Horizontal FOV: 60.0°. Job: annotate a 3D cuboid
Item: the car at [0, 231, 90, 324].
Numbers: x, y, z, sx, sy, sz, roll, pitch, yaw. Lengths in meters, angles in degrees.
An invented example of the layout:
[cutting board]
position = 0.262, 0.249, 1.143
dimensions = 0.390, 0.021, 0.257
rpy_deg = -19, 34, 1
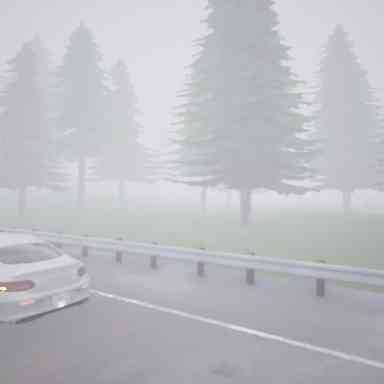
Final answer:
[car]
position = -3.996, 1.518, 6.545
dimensions = 4.674, 1.442, 1.812
rpy_deg = 0, 0, 33
